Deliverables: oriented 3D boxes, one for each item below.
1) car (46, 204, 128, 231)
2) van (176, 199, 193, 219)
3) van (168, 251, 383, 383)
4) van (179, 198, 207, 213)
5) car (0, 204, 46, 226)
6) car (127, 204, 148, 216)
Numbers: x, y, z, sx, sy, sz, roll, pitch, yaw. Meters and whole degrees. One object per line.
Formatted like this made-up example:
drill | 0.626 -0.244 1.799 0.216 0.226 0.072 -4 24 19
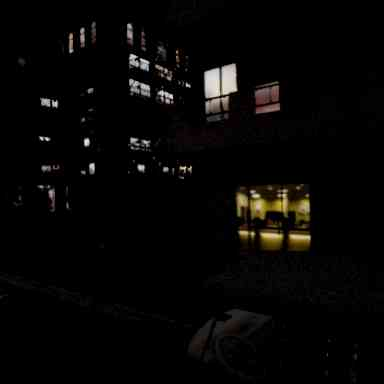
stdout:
car | -6.442 1.657 20.846 1.947 1.339 4.313 -2 -2 36
van | 0.233 1.495 29.935 1.690 1.788 3.998 -2 -2 36
van | 1.649 1.339 1.673 3.998 1.788 1.690 0 -1 36
van | 0.166 1.746 43.986 1.690 1.788 3.998 -2 -2 36
car | -13.192 1.718 25.815 1.967 1.590 4.097 -2 -2 36
car | -6.510 1.907 34.897 1.947 1.339 4.313 -2 -2 36
